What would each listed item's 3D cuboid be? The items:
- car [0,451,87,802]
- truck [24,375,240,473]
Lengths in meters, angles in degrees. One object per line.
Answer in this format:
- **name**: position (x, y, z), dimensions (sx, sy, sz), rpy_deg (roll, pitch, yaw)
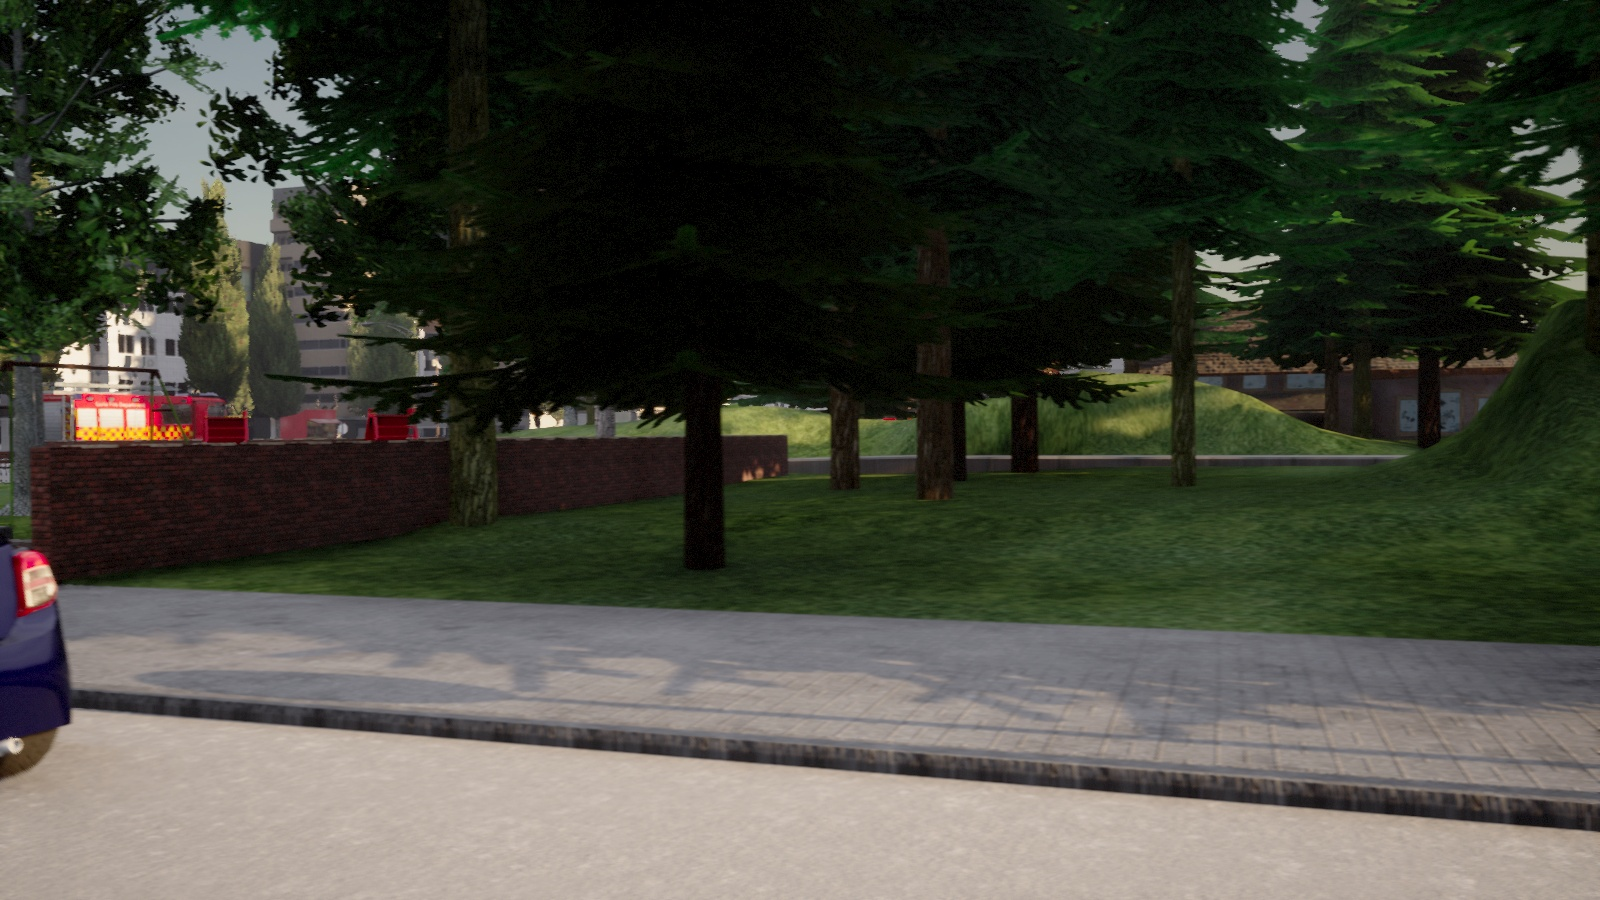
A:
- **car**: position (-5.322, 0.768, 5.511), dimensions (3.633, 1.501, 1.845), rpy_deg (0, 1, 19)
- **truck**: position (-28.333, -1.086, 53.815), dimensions (2.891, 3.827, 8.468), rpy_deg (0, 1, 19)
